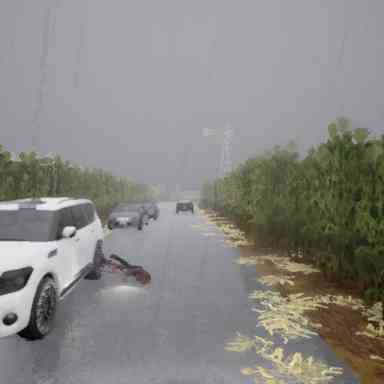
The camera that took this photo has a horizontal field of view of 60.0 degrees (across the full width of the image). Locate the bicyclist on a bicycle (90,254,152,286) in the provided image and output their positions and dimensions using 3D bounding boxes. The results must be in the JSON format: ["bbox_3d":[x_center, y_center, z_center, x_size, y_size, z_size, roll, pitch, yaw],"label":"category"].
[{"bbox_3d":[-1.674,1.986,8.289,1.620,0.582,1.656,24,-2,10],"label":"bicyclist on a bicycle"}]

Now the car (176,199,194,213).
[{"bbox_3d":[-0.791,1.545,38.024,1.882,1.535,5.008,0,0,-1],"label":"car"}]

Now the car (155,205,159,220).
[{"bbox_3d":[-3.700,1.513,26.709,1.994,1.385,4.181,0,-1,-1],"label":"car"}]

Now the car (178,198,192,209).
[{"bbox_3d":[-1.060,1.650,48.496,1.994,1.385,4.181,0,0,-1],"label":"car"}]

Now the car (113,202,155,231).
[{"bbox_3d":[-3.626,1.355,19.624,2.128,1.511,4.902,0,0,-1],"label":"car"}]

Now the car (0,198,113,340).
[{"bbox_3d":[-3.356,1.183,6.826,2.150,2.045,5.566,0,1,-2],"label":"car"}]
